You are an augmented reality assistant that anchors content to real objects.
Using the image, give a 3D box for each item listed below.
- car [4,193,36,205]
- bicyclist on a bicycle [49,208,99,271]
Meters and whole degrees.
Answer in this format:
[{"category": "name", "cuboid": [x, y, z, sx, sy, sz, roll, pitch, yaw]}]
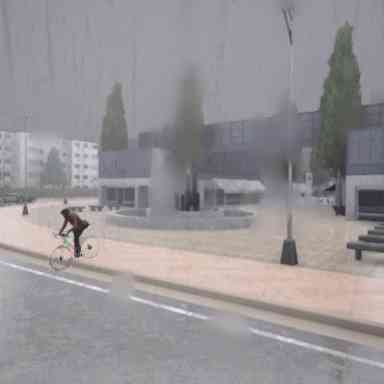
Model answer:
[{"category": "car", "cuboid": [-21.896, 0.837, 42.610, 2.128, 1.511, 4.902, 1, 0, 5]}, {"category": "bicyclist on a bicycle", "cuboid": [-3.275, 1.233, 9.227, 0.582, 1.620, 1.656, 1, 10, 34]}]
